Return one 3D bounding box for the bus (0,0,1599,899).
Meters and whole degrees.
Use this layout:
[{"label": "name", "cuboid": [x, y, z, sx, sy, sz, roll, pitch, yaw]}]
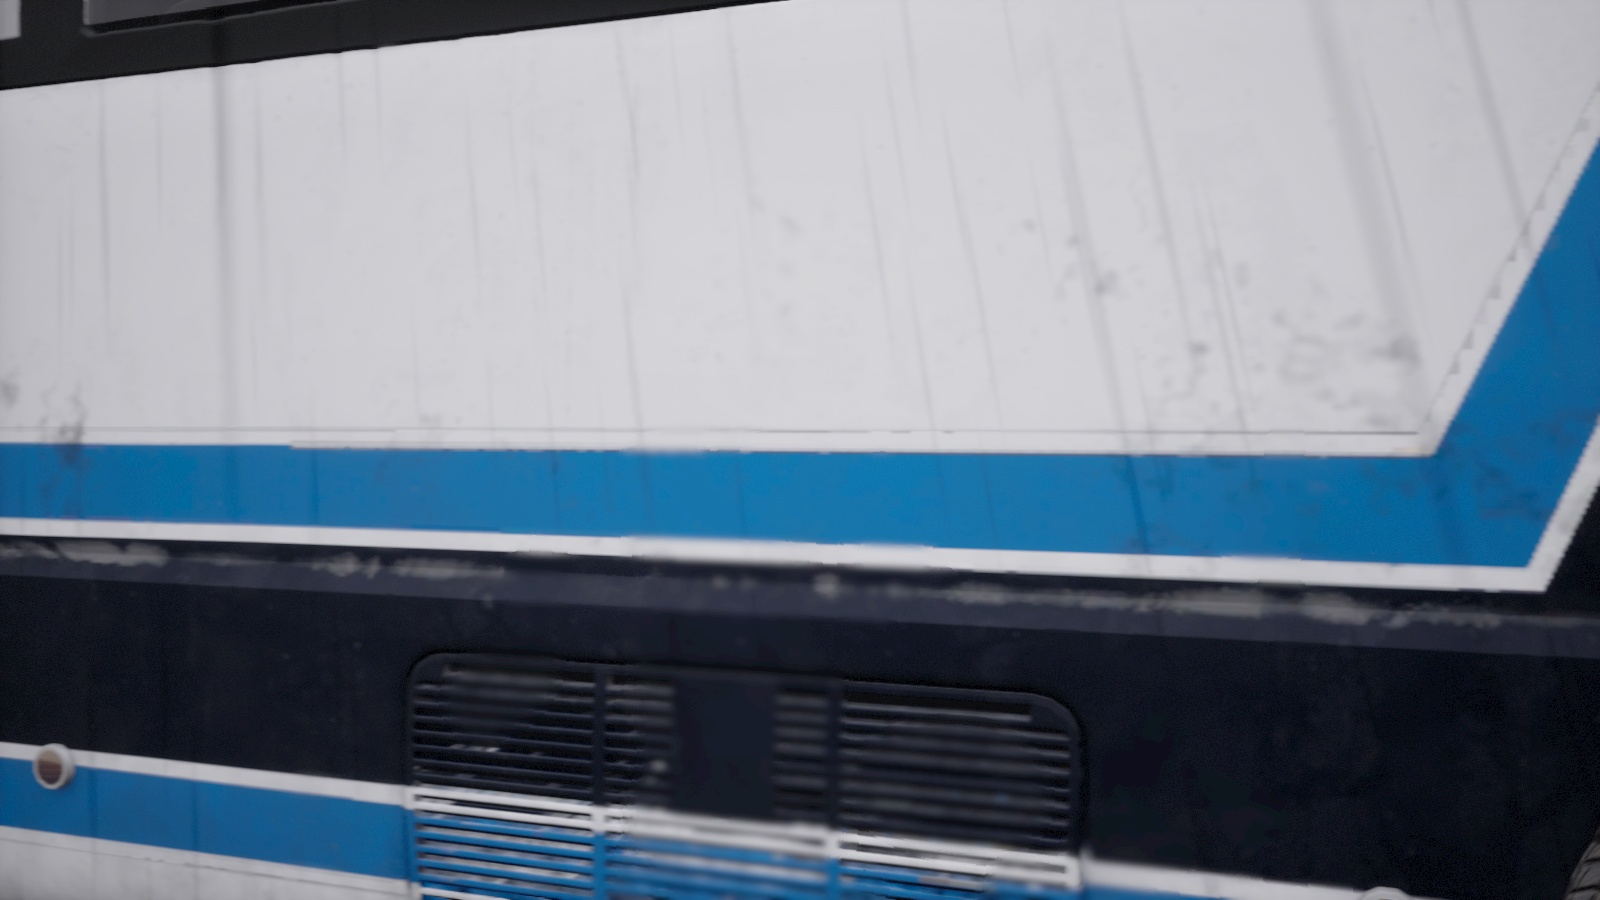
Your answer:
[{"label": "bus", "cuboid": [-0.343, -0.612, 3.821, 10.273, 4.253, 3.944, 1, 1, 19]}]
